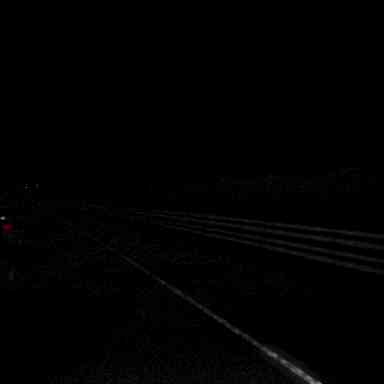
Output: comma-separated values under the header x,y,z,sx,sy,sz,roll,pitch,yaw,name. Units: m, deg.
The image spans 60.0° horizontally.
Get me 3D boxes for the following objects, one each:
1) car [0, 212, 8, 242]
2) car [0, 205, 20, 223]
x,y,z,sx,sy,sz,roll,pitch,yaw,name
-9.336,1.773,14.449,1.895,1.301,4.718,0,-1,-26,car
-17.123,2.011,30.587,1.837,1.490,4.892,0,-1,-26,car
